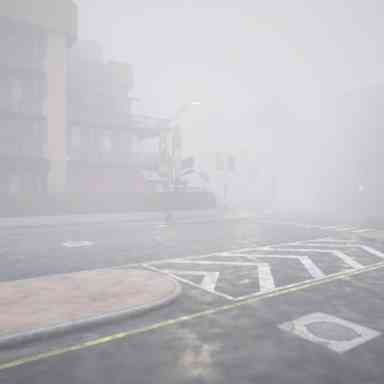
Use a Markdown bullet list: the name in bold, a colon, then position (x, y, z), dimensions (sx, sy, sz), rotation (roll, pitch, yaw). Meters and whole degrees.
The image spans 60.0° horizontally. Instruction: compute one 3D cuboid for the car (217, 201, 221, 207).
- **car**: position (2.165, 1.491, 48.636), dimensions (2.128, 1.511, 4.902), rotation (0, 0, -35)
